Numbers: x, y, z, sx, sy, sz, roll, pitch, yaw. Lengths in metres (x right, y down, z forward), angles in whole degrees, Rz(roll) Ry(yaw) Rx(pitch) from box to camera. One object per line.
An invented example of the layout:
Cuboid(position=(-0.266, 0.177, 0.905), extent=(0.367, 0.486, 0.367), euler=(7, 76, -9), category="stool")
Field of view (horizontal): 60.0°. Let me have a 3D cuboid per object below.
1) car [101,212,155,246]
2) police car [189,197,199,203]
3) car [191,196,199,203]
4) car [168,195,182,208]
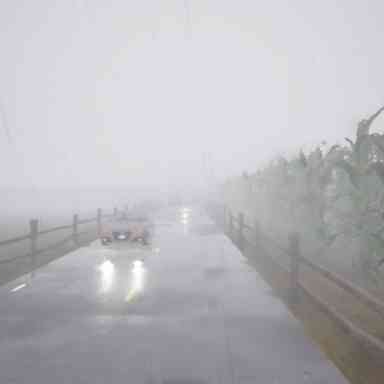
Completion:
Cuboid(position=(-2.850, 1.641, 15.531), extent=(1.994, 1.385, 4.181), euler=(0, 0, 0), category="car")
Cuboid(position=(0.823, 2.040, 84.961), extent=(1.930, 1.638, 5.238), euler=(0, -1, 0), category="police car")
Cuboid(position=(0.822, 2.088, 94.823), extent=(2.097, 1.767, 4.553), euler=(0, -1, 0), category="car")
Cuboid(position=(-2.805, 1.541, 56.392), extent=(2.150, 2.045, 5.566), euler=(0, 0, 1), category="car")
